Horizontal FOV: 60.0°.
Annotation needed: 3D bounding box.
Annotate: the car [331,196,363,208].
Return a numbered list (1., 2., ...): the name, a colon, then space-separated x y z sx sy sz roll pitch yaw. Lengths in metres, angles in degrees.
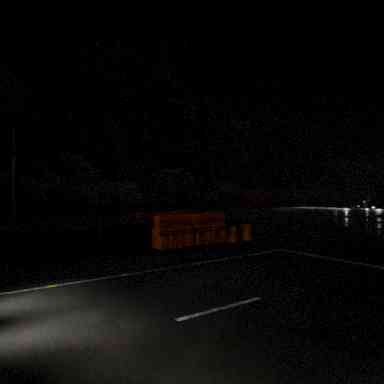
1. car: 21.517 1.341 45.157 4.892 1.490 1.837 0 0 -35

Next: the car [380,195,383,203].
1. car: 35.976 1.241 59.663 4.902 1.511 2.128 0 0 -36

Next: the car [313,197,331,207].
1. car: 19.572 1.436 48.068 4.718 1.301 1.895 0 0 -35

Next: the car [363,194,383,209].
1. car: 24.585 1.335 43.046 4.892 1.490 1.837 0 0 -35

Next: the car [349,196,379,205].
1. car: 28.005 1.339 54.054 5.357 1.411 2.033 0 0 -35
